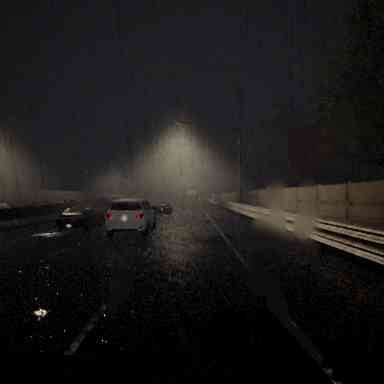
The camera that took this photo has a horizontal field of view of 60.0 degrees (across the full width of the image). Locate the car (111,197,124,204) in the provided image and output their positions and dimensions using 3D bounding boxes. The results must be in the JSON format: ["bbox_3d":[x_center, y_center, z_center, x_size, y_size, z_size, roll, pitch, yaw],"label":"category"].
[{"bbox_3d":[-17.532,1.970,78.207,1.882,1.535,5.008,0,-1,0],"label":"car"}]

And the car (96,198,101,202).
[{"bbox_3d":[-21.032,1.970,78.205,1.882,1.535,5.008,0,-1,0],"label":"car"}]

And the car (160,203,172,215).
[{"bbox_3d":[-3.415,1.951,39.725,1.994,1.385,4.181,0,-1,0],"label":"car"}]

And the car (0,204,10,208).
[{"bbox_3d":[-21.098,1.945,35.725,1.895,1.301,4.718,0,-1,0],"label":"car"}]

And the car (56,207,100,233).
[{"bbox_3d":[-6.910,1.693,21.083,2.128,1.511,4.902,0,-1,0],"label":"car"}]

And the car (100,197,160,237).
[{"bbox_3d":[-3.410,1.409,19.468,2.150,2.045,5.566,0,0,0],"label":"car"}]

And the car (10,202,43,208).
[{"bbox_3d":[-17.597,1.879,36.613,1.812,1.442,4.674,0,-1,0],"label":"car"}]

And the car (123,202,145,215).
[{"bbox_3d":[-6.915,1.915,40.102,1.812,1.442,4.674,0,0,0],"label":"car"}]

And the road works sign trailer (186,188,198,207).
[{"bbox_3d":[-0.026,1.099,63.150,2.380,3.560,2.880,0,-1,0],"label":"road works sign trailer"}]
